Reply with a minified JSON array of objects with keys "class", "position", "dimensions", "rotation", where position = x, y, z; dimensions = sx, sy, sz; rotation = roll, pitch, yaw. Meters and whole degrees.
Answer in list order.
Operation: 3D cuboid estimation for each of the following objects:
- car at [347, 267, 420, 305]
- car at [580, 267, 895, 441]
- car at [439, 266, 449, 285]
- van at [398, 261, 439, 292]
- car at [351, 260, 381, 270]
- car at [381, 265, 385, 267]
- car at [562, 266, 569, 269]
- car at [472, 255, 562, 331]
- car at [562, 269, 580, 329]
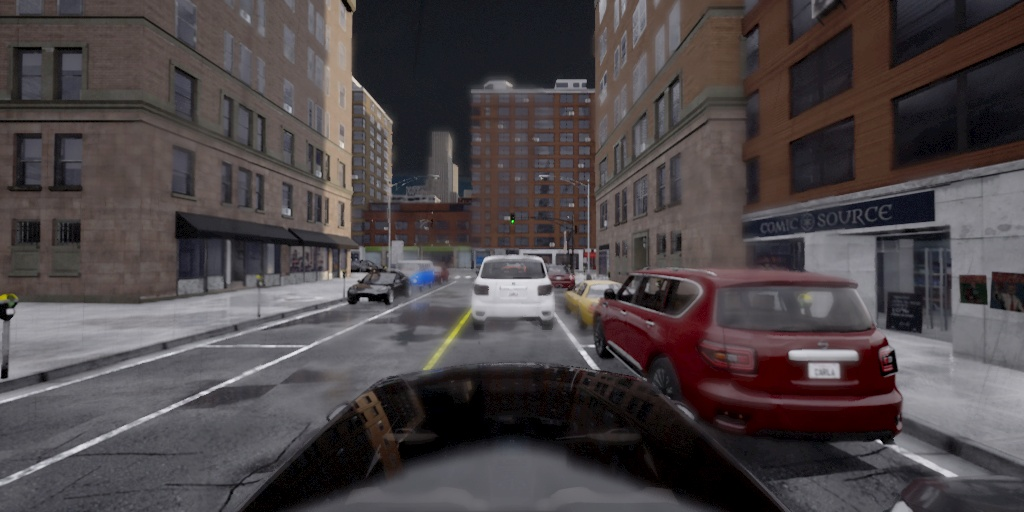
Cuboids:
[{"class":"car","position":[-5.887,1.371,16.403],"dimensions":[1.948,1.339,4.313],"rotation":[0,0,0]},{"class":"car","position":[2.662,1.077,5.454],"dimensions":[2.192,1.841,5.009],"rotation":[0,0,0]},{"class":"car","position":[-5.911,1.395,27.367],"dimensions":[1.888,1.381,4.507],"rotation":[0,0,0]},{"class":"van","position":[-5.899,1.168,21.885],"dimensions":[1.690,1.789,3.998],"rotation":[0,0,0]},{"class":"car","position":[-18.074,1.274,40.252],"dimensions":[5.357,1.411,2.033],"rotation":[0,-1,0]},{"class":"car","position":[-17.881,1.277,43.502],"dimensions":[4.892,1.490,1.837],"rotation":[0,-1,0]},{"class":"car","position":[2.626,1.267,21.902],"dimensions":[1.967,1.591,4.097],"rotation":[0,0,0]},{"class":"car","position":[0.009,1.006,11.258],"dimensions":[2.150,2.045,5.566],"rotation":[0,0,-1]},{"class":"car","position":[2.650,1.308,11.107],"dimensions":[1.751,1.417,4.829],"rotation":[0,0,0]}]
